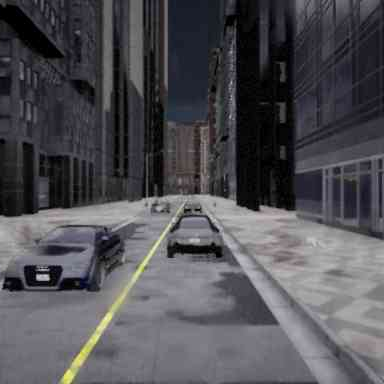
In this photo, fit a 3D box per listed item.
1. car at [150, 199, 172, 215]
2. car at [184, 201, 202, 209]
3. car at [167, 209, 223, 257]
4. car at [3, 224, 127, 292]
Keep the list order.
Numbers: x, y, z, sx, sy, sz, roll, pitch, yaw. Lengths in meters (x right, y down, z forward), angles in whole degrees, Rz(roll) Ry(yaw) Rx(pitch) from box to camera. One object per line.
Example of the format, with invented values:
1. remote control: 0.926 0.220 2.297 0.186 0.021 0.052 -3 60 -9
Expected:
1. car: -3.100 1.464 33.864 2.128 1.511 4.902 0 0 0
2. car: 0.092 1.567 35.661 1.895 1.301 4.718 0 0 0
3. car: 0.097 1.571 13.016 1.994 1.385 4.181 0 0 0
4. car: -3.055 1.571 8.844 1.994 1.385 4.181 0 0 1
